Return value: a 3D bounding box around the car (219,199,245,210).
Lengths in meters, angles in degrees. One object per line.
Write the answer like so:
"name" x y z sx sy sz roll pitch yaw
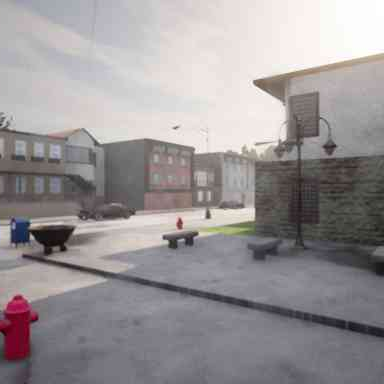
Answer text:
"car" 5.190 1.576 43.398 1.994 1.385 4.181 0 0 36

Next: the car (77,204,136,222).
"car" -6.780 1.613 26.645 1.895 1.301 4.718 0 0 35
